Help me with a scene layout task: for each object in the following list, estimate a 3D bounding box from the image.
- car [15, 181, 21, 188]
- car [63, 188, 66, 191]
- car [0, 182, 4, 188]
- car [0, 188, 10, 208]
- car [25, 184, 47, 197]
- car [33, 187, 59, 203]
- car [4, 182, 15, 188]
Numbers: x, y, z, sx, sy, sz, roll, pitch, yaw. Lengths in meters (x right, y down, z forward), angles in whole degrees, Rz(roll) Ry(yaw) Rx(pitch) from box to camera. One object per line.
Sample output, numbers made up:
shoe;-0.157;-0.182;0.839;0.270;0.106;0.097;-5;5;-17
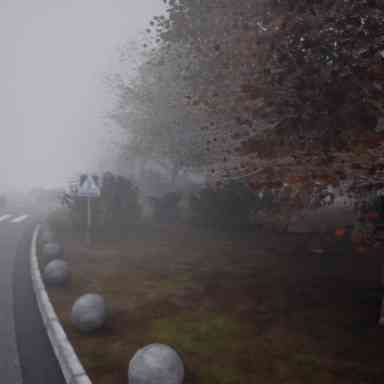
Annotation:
car;-44.100;-1.687;81.420;1.946;1.575;5.366;1;2;-16
car;-19.290;0.035;48.090;1.882;1.535;5.008;1;2;-15
car;-39.729;-1.376;65.725;2.435;2.045;5.566;1;2;-16
car;-16.913;0.693;27.736;1.837;1.490;4.892;1;2;-16
car;-22.860;-0.056;49.185;1.812;1.442;4.674;1;1;-15
car;-16.585;0.469;38.416;1.994;1.385;4.181;1;2;-15
car;-42.313;-1.448;74.788;2.231;1.521;4.892;1;2;-15
